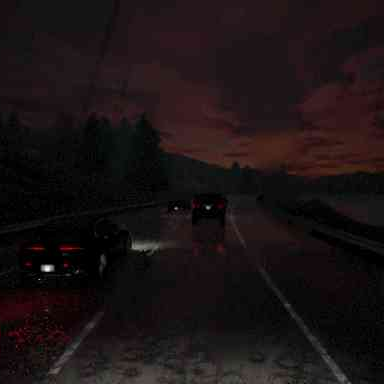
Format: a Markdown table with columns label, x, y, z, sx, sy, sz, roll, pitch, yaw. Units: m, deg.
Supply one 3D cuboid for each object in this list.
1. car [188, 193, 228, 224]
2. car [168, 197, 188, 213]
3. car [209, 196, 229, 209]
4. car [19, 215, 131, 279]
| label | x | y | z | sx | sy | sz | roll | pitch | yaw |
| --- | --- | --- | --- | --- | --- | --- | --- | --- | --- |
| car | 1.250 | 1.058 | 23.453 | 2.150 | 2.045 | 5.566 | 0 | 1 | 5 |
| car | -1.179 | 1.266 | 33.506 | 1.837 | 1.490 | 4.892 | 0 | 0 | 7 |
| car | 3.430 | 1.257 | 41.279 | 2.033 | 1.411 | 5.357 | 0 | 0 | 9 |
| car | -3.126 | 1.432 | 9.829 | 1.837 | 1.490 | 4.892 | 0 | 0 | 2 |
